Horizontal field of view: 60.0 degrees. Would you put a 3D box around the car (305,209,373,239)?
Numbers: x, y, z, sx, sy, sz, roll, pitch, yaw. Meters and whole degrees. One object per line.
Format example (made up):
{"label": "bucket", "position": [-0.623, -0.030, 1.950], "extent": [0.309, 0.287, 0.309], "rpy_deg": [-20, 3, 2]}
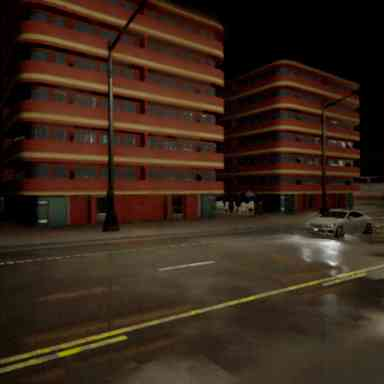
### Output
{"label": "car", "position": [8.275, 1.681, 18.495], "extent": [4.674, 1.442, 1.812], "rpy_deg": [1, 0, -35]}
